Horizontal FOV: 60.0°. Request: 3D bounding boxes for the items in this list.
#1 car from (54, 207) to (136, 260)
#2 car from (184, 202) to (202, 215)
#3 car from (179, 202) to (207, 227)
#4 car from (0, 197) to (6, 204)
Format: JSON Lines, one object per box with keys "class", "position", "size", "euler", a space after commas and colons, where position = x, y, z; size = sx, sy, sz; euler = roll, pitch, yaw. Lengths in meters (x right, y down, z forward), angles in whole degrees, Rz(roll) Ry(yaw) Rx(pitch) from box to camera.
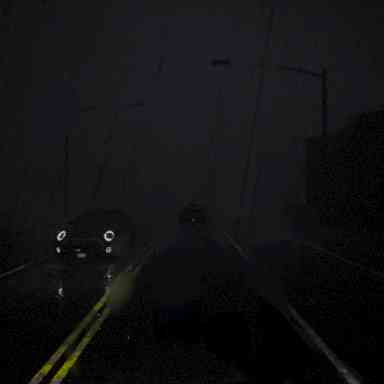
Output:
{"class": "car", "position": [-3.502, 1.443, 12.820], "size": [2.097, 1.767, 4.553], "euler": [0, 0, 0]}
{"class": "car", "position": [0.098, 1.853, 38.969], "size": [1.994, 1.385, 4.181], "euler": [0, 0, 0]}
{"class": "car", "position": [0.100, 1.668, 24.382], "size": [2.128, 1.511, 4.902], "euler": [0, 0, 0]}
{"class": "car", "position": [-45.109, 2.020, 82.034], "size": [5.027, 1.636, 2.152], "euler": [0, 0, -1]}
